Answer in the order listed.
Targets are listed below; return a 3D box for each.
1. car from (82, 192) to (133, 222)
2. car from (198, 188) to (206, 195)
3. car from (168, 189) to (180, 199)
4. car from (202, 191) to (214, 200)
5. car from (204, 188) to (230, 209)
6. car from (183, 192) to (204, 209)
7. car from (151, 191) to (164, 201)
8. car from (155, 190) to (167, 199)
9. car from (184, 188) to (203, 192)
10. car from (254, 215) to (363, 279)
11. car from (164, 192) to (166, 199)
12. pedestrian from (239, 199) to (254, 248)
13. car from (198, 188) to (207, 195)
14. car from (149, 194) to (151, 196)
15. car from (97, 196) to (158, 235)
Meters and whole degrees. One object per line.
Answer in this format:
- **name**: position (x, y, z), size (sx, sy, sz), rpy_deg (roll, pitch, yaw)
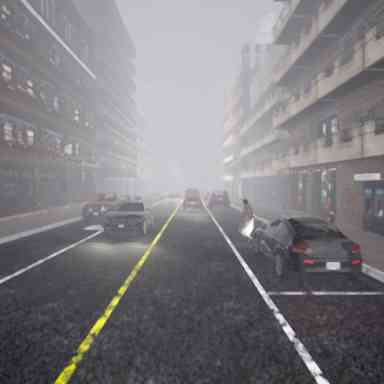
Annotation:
- **car**: position (-5.708, 0.922, 22.269), size (2.192, 1.841, 5.009), rpy_deg (-1, 1, 0)
- **car**: position (2.659, -0.248, 90.194), size (2.192, 1.841, 5.009), rpy_deg (-1, 1, 0)
- **car**: position (-3.066, 0.561, 57.430), size (1.994, 1.385, 4.181), rpy_deg (0, 1, 0)
- **car**: position (2.669, 0.601, 56.221), size (1.802, 1.307, 4.206), rpy_deg (-1, 1, 0)
- **car**: position (2.670, 0.726, 33.565), size (2.192, 1.841, 5.009), rpy_deg (-1, 1, 0)
- **car**: position (0.068, 0.969, 33.870), size (1.994, 1.385, 4.181), rpy_deg (0, 1, 0)
- **car**: position (-5.711, 0.644, 50.419), size (1.752, 1.417, 4.829), rpy_deg (-1, 1, 0)
- **car**: position (-5.713, 0.449, 61.745), size (1.752, 1.417, 4.829), rpy_deg (-1, 1, 0)
- **car**: position (0.021, 0.413, 46.369), size (2.150, 2.045, 5.566), rpy_deg (0, 1, 1)
- **car**: position (2.998, 1.359, 9.363), size (1.812, 1.442, 4.674), rpy_deg (0, 1, 0)
- **car**: position (-5.712, 0.546, 56.082), size (1.752, 1.417, 4.829), rpy_deg (-1, 1, 0)
- **pedestrian**: position (2.030, 1.080, 12.098), size (0.375, 1.860, 0.375), rpy_deg (-1, 2, -5)
- **car**: position (2.660, -0.152, 84.532), size (2.192, 1.841, 5.009), rpy_deg (-1, 1, 0)
- **car**: position (-5.707, 0.976, 33.599), size (1.947, 1.339, 4.313), rpy_deg (-1, 1, 0)
- **car**: position (-3.103, 1.176, 17.037), size (1.882, 1.535, 5.008), rpy_deg (0, 1, 0)
